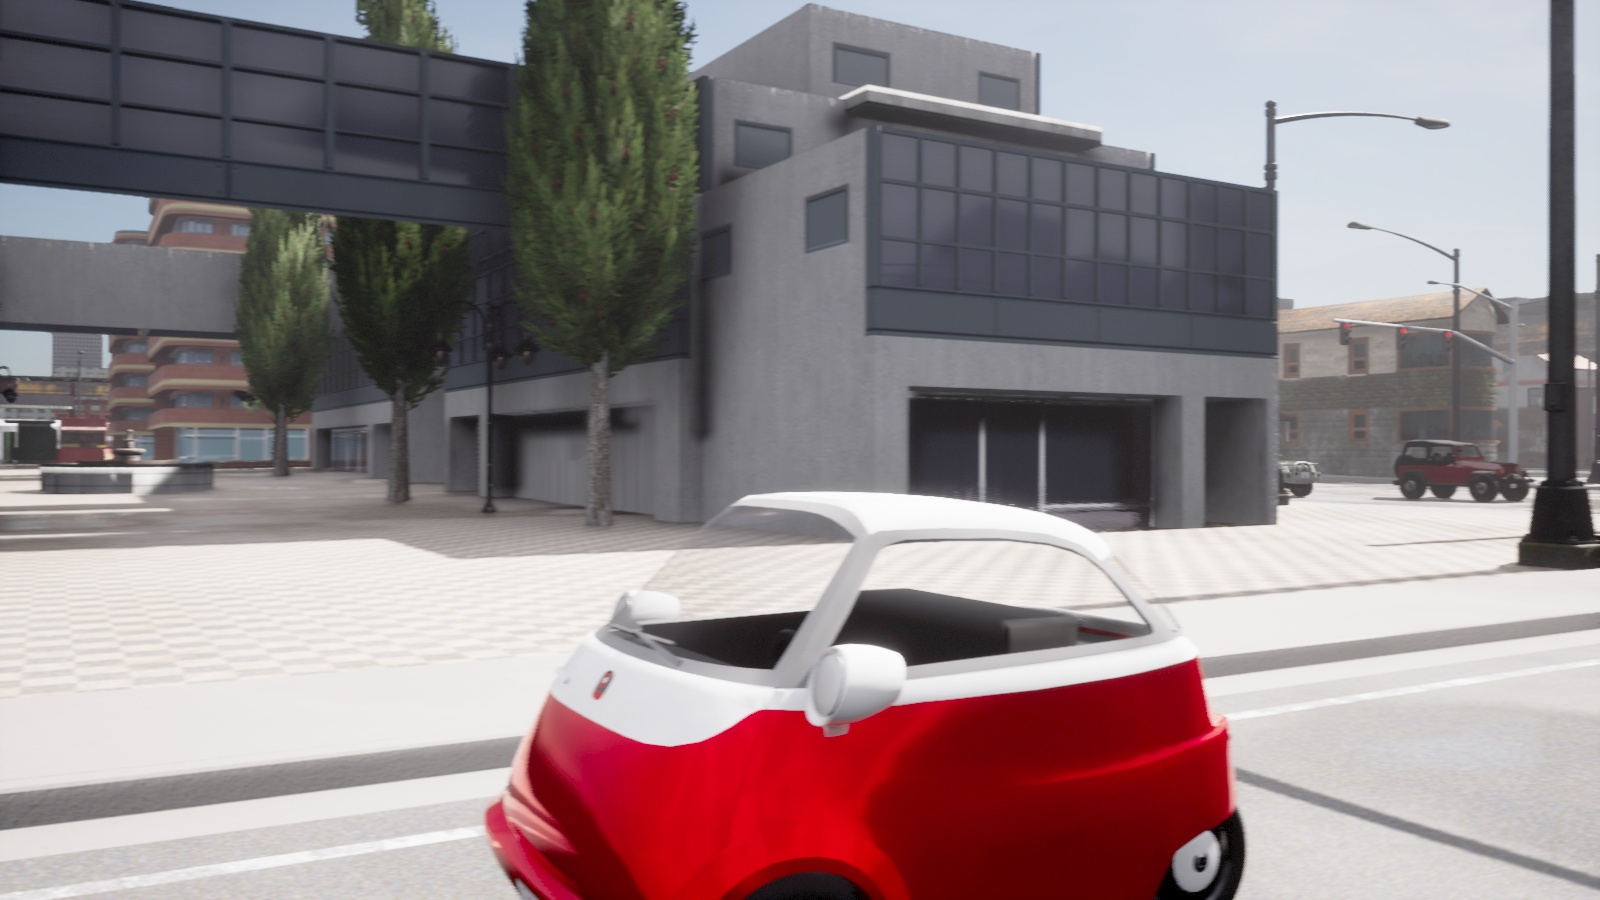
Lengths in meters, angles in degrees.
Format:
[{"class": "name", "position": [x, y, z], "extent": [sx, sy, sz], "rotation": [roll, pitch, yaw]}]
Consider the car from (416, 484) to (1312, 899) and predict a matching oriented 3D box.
[{"class": "car", "position": [0.155, 0.805, 3.745], "extent": [2.207, 1.376, 1.481], "rotation": [1, -1, -29]}]

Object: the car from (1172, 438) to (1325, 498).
[{"class": "car", "position": [14.787, 0.549, 41.691], "extent": [1.932, 1.855, 4.605], "rotation": [0, 0, -31]}]

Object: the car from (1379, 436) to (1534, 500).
[{"class": "car", "position": [20.417, 0.532, 39.196], "extent": [1.905, 1.878, 3.866], "rotation": [0, 0, -30]}]
